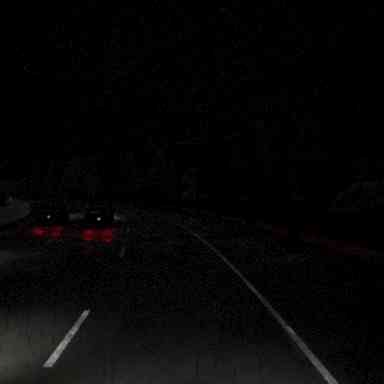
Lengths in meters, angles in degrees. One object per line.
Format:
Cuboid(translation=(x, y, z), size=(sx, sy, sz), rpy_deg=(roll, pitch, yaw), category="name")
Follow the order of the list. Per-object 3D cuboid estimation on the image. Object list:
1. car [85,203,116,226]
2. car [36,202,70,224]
Cuboid(translation=(-6.497, 1.516, 23.587), size=(2.128, 1.511, 4.902), rpy_deg=(0, 0, -13), category="car")
Cuboid(translation=(-10.559, 1.527, 25.455), size=(2.128, 1.511, 4.902), rpy_deg=(0, 0, -15), category="car")
